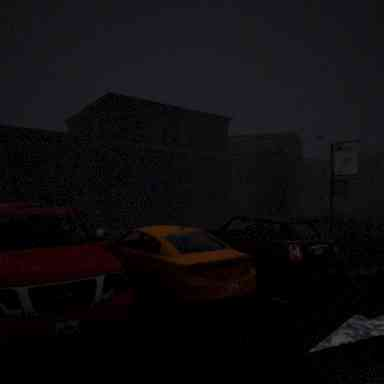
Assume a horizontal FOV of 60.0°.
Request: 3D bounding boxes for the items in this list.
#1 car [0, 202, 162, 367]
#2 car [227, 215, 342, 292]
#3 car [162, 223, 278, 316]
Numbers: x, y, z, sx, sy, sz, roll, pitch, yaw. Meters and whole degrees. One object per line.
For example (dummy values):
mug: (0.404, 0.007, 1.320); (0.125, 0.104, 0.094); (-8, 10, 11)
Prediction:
car: (-3.061, 1.240, 6.161); (2.435, 2.045, 5.566); (1, 0, -35)
car: (1.782, 1.445, 9.620); (2.185, 1.767, 4.553); (1, -1, -36)
car: (-0.704, 1.530, 7.875); (2.097, 1.535, 5.008); (1, -1, -36)
